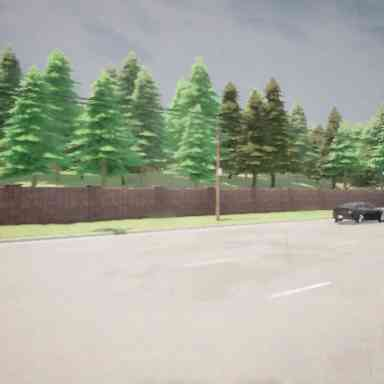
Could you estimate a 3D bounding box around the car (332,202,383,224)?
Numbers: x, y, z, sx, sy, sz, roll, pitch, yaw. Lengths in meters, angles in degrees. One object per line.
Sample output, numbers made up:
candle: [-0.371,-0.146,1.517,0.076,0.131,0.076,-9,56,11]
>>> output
car: [12.375,1.492,24.519,4.892,1.490,1.837,1,0,-33]
